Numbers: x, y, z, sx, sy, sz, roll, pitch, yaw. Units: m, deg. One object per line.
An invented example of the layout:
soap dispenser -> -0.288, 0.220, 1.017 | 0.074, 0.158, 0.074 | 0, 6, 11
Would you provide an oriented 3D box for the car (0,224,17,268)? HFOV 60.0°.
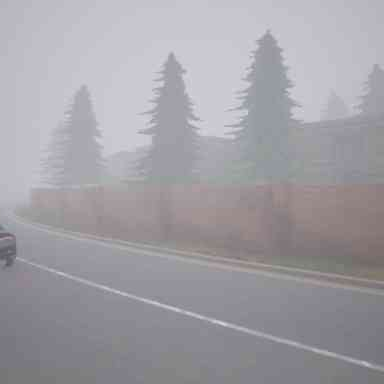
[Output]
car -> -7.058, 1.480, 10.262 | 4.902, 1.511, 2.128 | 0, 0, 43
